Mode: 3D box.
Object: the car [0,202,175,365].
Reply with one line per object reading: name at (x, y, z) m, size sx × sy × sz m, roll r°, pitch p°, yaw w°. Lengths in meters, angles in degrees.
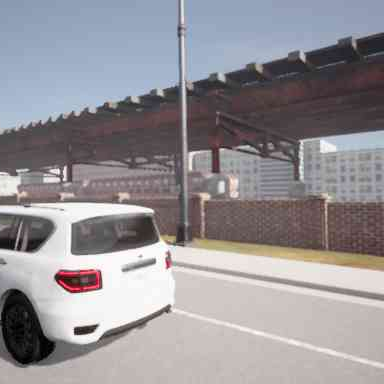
car at (-2.877, 1.210, 6.047) m, size 5.566 × 2.045 × 2.150 m, roll 0°, pitch 0°, yaw 36°
